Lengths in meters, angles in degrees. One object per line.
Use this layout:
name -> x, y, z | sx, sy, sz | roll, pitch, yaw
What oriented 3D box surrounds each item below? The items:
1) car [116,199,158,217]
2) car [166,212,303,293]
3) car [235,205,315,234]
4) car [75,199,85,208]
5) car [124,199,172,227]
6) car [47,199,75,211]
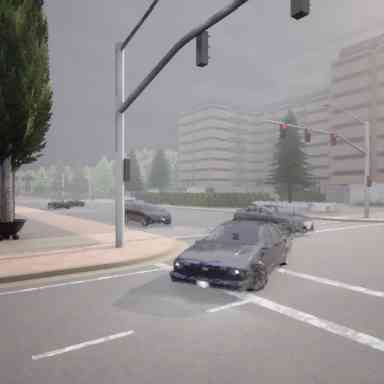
car -> -5.384, 1.477, 32.032 | 1.882, 1.535, 5.008 | 0, 0, -36
car -> 1.487, 1.547, 9.332 | 2.033, 1.411, 5.357 | 0, 0, 28
car -> 4.393, 1.492, 18.570 | 2.128, 1.511, 4.902 | 0, 0, -36
car -> -17.045, 1.601, 48.268 | 1.895, 1.301, 4.718 | 0, 0, -35
car -> -3.215, 1.505, 23.055 | 1.837, 1.490, 4.892 | 0, 0, -36
car -> -16.718, 1.601, 41.784 | 1.895, 1.301, 4.718 | 0, 0, -36
